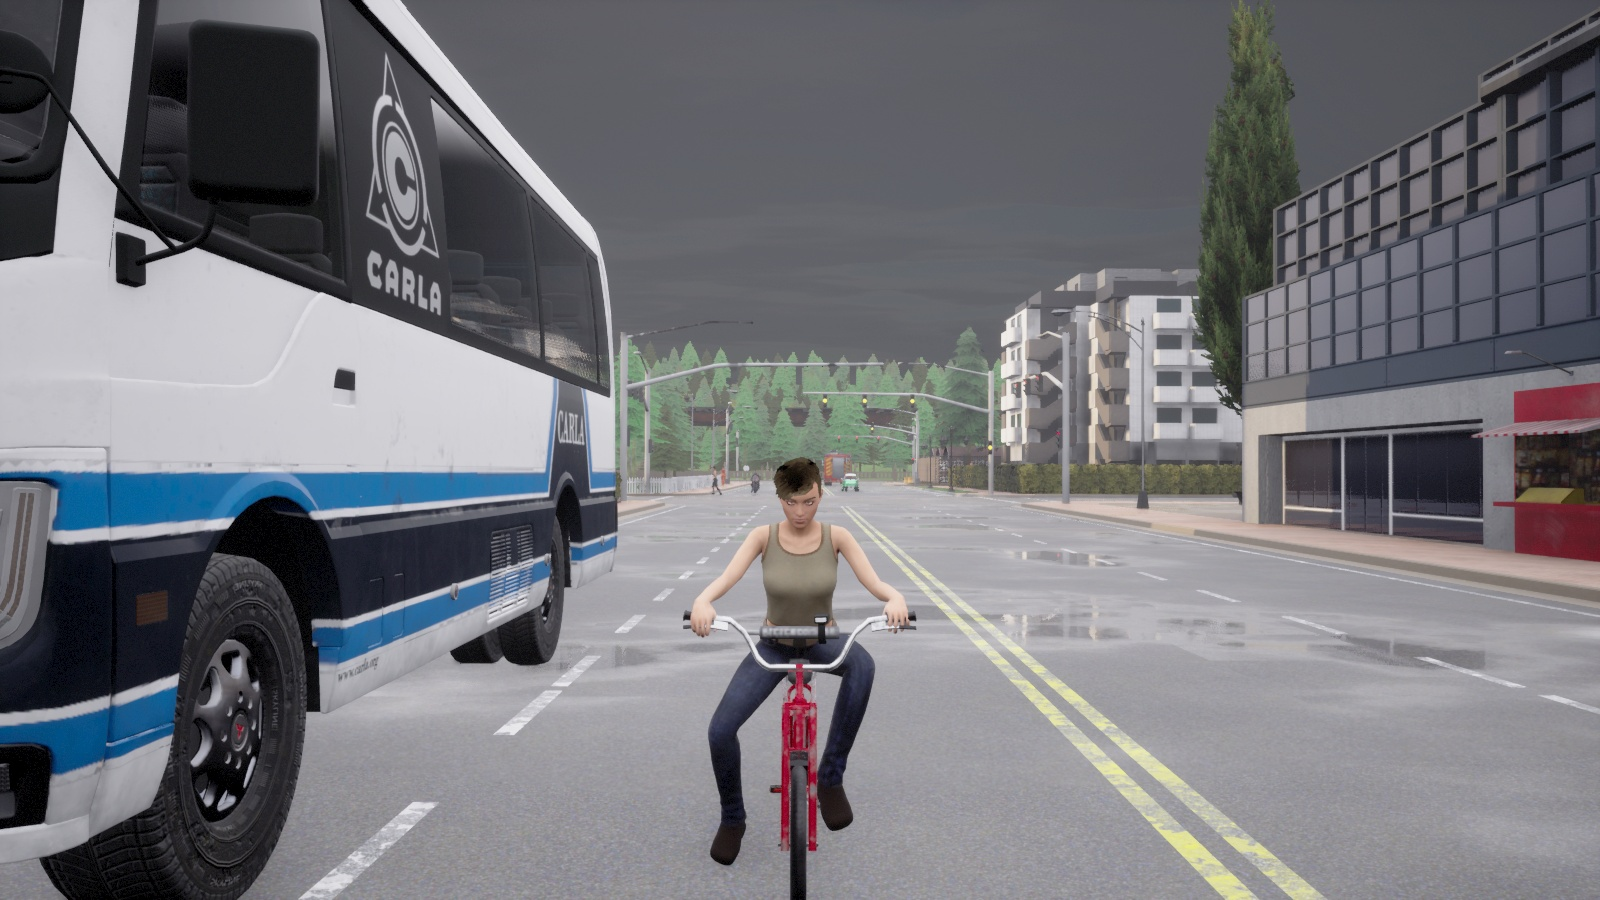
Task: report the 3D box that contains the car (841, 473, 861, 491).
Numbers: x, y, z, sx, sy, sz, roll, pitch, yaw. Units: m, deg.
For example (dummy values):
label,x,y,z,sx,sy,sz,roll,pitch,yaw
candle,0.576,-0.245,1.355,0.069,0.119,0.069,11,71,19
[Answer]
label,x,y,z,sx,sy,sz,roll,pitch,yaw
car,3.905,2.478,96.958,1.481,1.376,2.207,0,-1,0

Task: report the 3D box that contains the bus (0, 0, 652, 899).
label,x,y,z,sx,sy,sz,roll,pitch,yaw
bus,-3.490,-0.422,7.526,3.944,4.253,10.273,0,-1,0

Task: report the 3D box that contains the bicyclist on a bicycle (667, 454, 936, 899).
label,x,y,z,sx,sy,sz,roll,pitch,yaw
bicyclist on a bicycle,0.005,0.832,4.830,0.866,1.612,1.509,0,-1,0
